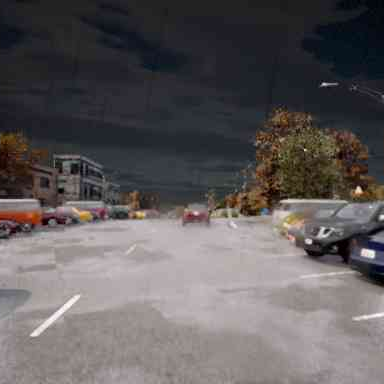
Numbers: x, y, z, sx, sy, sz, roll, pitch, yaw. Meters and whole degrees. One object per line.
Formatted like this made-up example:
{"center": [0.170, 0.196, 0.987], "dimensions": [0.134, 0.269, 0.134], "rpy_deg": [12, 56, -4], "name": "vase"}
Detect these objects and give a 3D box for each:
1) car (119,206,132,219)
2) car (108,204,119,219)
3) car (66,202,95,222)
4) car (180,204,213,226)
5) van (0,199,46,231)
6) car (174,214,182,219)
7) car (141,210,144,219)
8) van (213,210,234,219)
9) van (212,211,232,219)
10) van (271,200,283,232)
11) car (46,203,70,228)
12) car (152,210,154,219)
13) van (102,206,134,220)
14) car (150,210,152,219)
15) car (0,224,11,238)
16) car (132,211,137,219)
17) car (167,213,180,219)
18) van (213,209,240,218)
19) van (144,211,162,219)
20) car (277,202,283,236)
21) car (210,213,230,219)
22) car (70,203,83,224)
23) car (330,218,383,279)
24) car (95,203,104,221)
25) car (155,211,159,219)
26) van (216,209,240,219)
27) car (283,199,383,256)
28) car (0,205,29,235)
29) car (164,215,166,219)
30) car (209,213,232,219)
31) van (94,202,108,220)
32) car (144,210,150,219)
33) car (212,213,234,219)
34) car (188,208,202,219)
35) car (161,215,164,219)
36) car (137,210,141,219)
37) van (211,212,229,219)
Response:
{"center": [-11.115, 2.572, 43.518], "dimensions": [5.566, 2.045, 2.435], "rpy_deg": [1, -5, -19], "name": "car"}
{"center": [-11.197, 2.410, 37.636], "dimensions": [4.892, 1.521, 2.231], "rpy_deg": [0, -3, -19], "name": "car"}
{"center": [-11.464, 1.940, 28.811], "dimensions": [5.366, 1.575, 1.946], "rpy_deg": [0, -2, -20], "name": "car"}
{"center": [0.448, 1.733, 26.851], "dimensions": [2.097, 1.767, 4.553], "rpy_deg": [0, -2, 3], "name": "car"}
{"center": [-11.468, 1.433, 20.066], "dimensions": [4.442, 1.987, 1.878], "rpy_deg": [0, -1, -20], "name": "van"}
{"center": [-3.908, 7.072, 94.795], "dimensions": [1.895, 1.301, 4.718], "rpy_deg": [0, -5, 1], "name": "car"}
{"center": [-11.146, 3.741, 55.131], "dimensions": [5.366, 1.575, 1.946], "rpy_deg": [1, -5, -19], "name": "car"}
{"center": [7.069, 5.132, 75.262], "dimensions": [4.442, 1.987, 1.878], "rpy_deg": [2, -5, -19], "name": "van"}
{"center": [7.381, 5.622, 81.214], "dimensions": [4.442, 1.987, 1.878], "rpy_deg": [2, -5, -19], "name": "van"}
{"center": [6.336, 1.402, 17.737], "dimensions": [4.442, 1.987, 1.878], "rpy_deg": [1, -1, -20], "name": "van"}
{"center": [-11.343, 1.733, 23.031], "dimensions": [5.008, 1.535, 2.097], "rpy_deg": [0, -2, -20], "name": "car"}
{"center": [-10.772, 4.677, 66.881], "dimensions": [4.892, 1.521, 2.231], "rpy_deg": [1, -5, -19], "name": "car"}
{"center": [-10.952, 3.060, 49.403], "dimensions": [4.442, 1.987, 1.878], "rpy_deg": [1, -5, -19], "name": "van"}
{"center": [-10.794, 4.472, 63.962], "dimensions": [4.792, 1.488, 2.163], "rpy_deg": [1, -5, -19], "name": "car"}
{"center": [-5.086, 1.520, 5.083], "dimensions": [1.837, 1.490, 4.892], "rpy_deg": [0, 0, 0], "name": "car"}
{"center": [-10.925, 3.051, 46.478], "dimensions": [5.366, 1.575, 1.946], "rpy_deg": [1, -5, -19], "name": "car"}
{"center": [-4.165, 5.703, 79.052], "dimensions": [2.128, 1.511, 4.902], "rpy_deg": [0, -5, 1], "name": "car"}
{"center": [6.876, 4.188, 63.525], "dimensions": [4.442, 1.987, 1.878], "rpy_deg": [2, -5, -19], "name": "van"}
{"center": [-10.341, 6.123, 87.406], "dimensions": [4.442, 1.987, 1.878], "rpy_deg": [1, -5, -19], "name": "van"}
{"center": [6.465, 1.464, 14.793], "dimensions": [4.553, 1.767, 2.185], "rpy_deg": [1, -1, -20], "name": "car"}
{"center": [7.357, 6.328, 87.023], "dimensions": [4.892, 1.521, 2.231], "rpy_deg": [2, -5, -19], "name": "car"}
{"center": [-11.321, 1.829, 25.956], "dimensions": [4.892, 1.521, 2.231], "rpy_deg": [0, -2, -20], "name": "car"}
{"center": [6.439, 1.564, 8.809], "dimensions": [4.792, 1.488, 2.163], "rpy_deg": [1, -1, -20], "name": "car"}
{"center": [-11.272, 2.081, 31.800], "dimensions": [4.892, 1.521, 2.231], "rpy_deg": [0, -3, -20], "name": "car"}
{"center": [-10.713, 4.896, 72.737], "dimensions": [5.566, 2.045, 2.435], "rpy_deg": [1, -5, -19], "name": "car"}
{"center": [7.142, 4.432, 66.545], "dimensions": [4.442, 1.987, 1.878], "rpy_deg": [2, -5, -19], "name": "van"}
{"center": [6.403, 1.307, 11.774], "dimensions": [5.566, 2.045, 2.435], "rpy_deg": [1, 0, -20], "name": "car"}
{"center": [-11.343, 1.632, 17.182], "dimensions": [4.792, 1.488, 2.163], "rpy_deg": [-1, -1, -20], "name": "car"}
{"center": [-10.383, 6.711, 93.195], "dimensions": [4.553, 1.767, 2.185], "rpy_deg": [1, -5, -19], "name": "car"}
{"center": [7.142, 6.073, 84.027], "dimensions": [5.366, 1.575, 1.946], "rpy_deg": [2, -5, -19], "name": "car"}
{"center": [-11.348, 2.008, 34.692], "dimensions": [4.442, 1.987, 1.878], "rpy_deg": [0, -3, -19], "name": "van"}
{"center": [-11.050, 4.204, 60.973], "dimensions": [5.366, 1.575, 1.946], "rpy_deg": [1, -5, -19], "name": "car"}
{"center": [7.217, 5.640, 78.221], "dimensions": [4.674, 1.452, 2.002], "rpy_deg": [2, -5, -19], "name": "car"}
{"center": [0.401, 2.990, 45.051], "dimensions": [1.812, 1.442, 4.674], "rpy_deg": [0, -4, 1], "name": "car"}
{"center": [-10.487, 6.104, 84.422], "dimensions": [5.008, 1.535, 2.097], "rpy_deg": [1, -5, -19], "name": "car"}
{"center": [-11.042, 3.544, 52.252], "dimensions": [4.792, 1.488, 2.163], "rpy_deg": [1, -5, -19], "name": "car"}
{"center": [7.522, 6.353, 90.019], "dimensions": [4.442, 1.987, 1.878], "rpy_deg": [2, -5, -19], "name": "van"}
